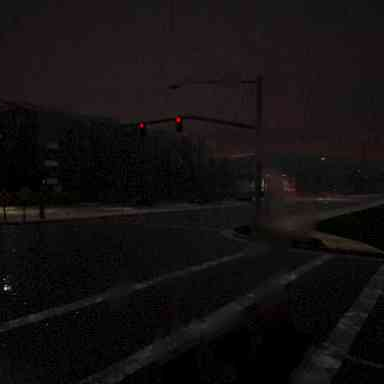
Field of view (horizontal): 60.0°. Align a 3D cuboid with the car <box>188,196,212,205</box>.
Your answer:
[{"bbox_3d":[1.334,1.387,54.907,1.895,1.301,4.718,0,0,35],"label":"car"}]

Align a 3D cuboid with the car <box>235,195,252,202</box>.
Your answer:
[{"bbox_3d":[10.619,1.367,68.020,1.812,1.442,4.674,0,0,35],"label":"car"}]

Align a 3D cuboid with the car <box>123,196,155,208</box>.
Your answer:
[{"bbox_3d":[-6.813,1.313,43.317,1.812,1.442,4.674,0,0,36],"label":"car"}]
